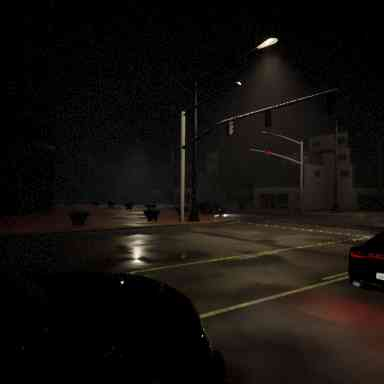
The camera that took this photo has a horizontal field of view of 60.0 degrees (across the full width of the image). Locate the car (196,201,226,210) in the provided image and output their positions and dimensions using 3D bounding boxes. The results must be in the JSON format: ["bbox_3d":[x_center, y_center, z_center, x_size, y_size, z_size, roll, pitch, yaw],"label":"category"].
[{"bbox_3d":[1.757,1.656,36.105,1.994,1.385,4.181,1,-1,-35],"label":"car"}]

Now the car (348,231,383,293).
[{"bbox_3d":[5.718,1.498,7.862,5.008,1.535,1.882,0,0,-35],"label":"car"}]

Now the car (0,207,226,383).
[{"bbox_3d":[-2.361,1.222,2.060,5.566,2.045,2.150,0,0,-36],"label":"car"}]
